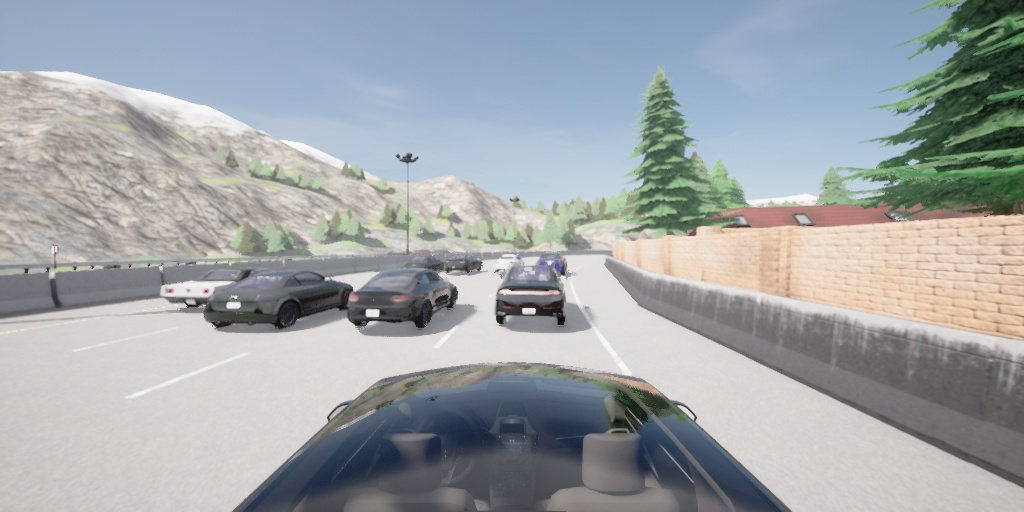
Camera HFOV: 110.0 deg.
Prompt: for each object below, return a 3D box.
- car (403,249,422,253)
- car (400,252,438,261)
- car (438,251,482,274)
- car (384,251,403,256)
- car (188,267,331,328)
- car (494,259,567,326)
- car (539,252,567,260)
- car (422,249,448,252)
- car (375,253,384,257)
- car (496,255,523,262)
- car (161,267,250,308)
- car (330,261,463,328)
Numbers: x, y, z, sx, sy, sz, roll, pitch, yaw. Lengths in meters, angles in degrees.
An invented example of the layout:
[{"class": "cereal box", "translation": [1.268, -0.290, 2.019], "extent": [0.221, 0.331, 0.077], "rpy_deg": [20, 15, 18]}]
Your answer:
[{"class": "car", "translation": [-14.392, -0.244, 56.048], "extent": [2.097, 1.767, 4.553], "rpy_deg": [1, 1, 20]}, {"class": "car", "translation": [-7.172, 0.619, 29.749], "extent": [1.994, 1.385, 4.181], "rpy_deg": [0, 1, 12]}, {"class": "car", "translation": [-3.798, 0.574, 28.786], "extent": [2.128, 1.511, 4.902], "rpy_deg": [0, 1, 12]}, {"class": "car", "translation": [-17.603, -0.144, 57.465], "extent": [2.128, 1.511, 4.902], "rpy_deg": [1, 1, 20]}, {"class": "car", "translation": [-6.424, 1.091, 10.499], "extent": [1.994, 1.385, 4.181], "rpy_deg": [0, 1, 5]}, {"class": "car", "translation": [0.623, 1.020, 10.804], "extent": [2.128, 1.511, 4.902], "rpy_deg": [0, 1, 5]}, {"class": "car", "translation": [3.125, 0.469, 27.702], "extent": [2.097, 1.767, 4.553], "rpy_deg": [0, 1, 12]}, {"class": "car", "translation": [-11.176, -0.207, 54.675], "extent": [2.097, 1.767, 4.553], "rpy_deg": [1, 1, 20]}, {"class": "car", "translation": [-20.454, -0.151, 59.897], "extent": [2.033, 1.411, 5.357], "rpy_deg": [1, 1, 21]}, {"class": "car", "translation": [-0.114, 0.599, 29.349], "extent": [1.812, 1.442, 4.674], "rpy_deg": [0, 1, 12]}, {"class": "car", "translation": [-9.688, 1.057, 13.260], "extent": [1.895, 1.301, 4.718], "rpy_deg": [0, 1, 5]}, {"class": "car", "translation": [-2.930, 1.060, 10.352], "extent": [1.812, 1.442, 4.674], "rpy_deg": [0, 2, 5]}]
